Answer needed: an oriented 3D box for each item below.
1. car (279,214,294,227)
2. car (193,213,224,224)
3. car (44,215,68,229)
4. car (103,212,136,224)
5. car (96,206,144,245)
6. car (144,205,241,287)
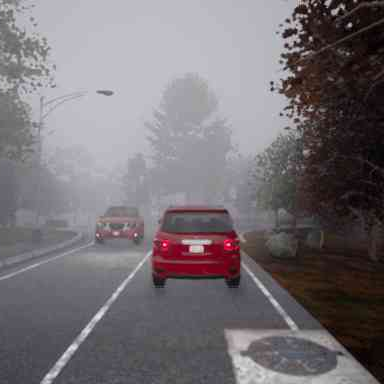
[{"bbox_3d":[13.012,3.921,46.459,2.097,1.767,4.553,-1,-4,14],"label":"car"},{"bbox_3d":[3.168,5.073,65.023,5.566,2.045,2.150,-1,-4,22],"label":"car"},{"bbox_3d":[-16.350,3.558,39.920,1.882,1.535,5.008,2,-5,-35],"label":"car"},{"bbox_3d":[-13.629,4.857,62.648,5.566,2.045,2.150,1,-5,-36],"label":"car"},{"bbox_3d":[-3.846,1.780,18.740,2.150,2.045,5.566,1,-3,-4],"label":"car"},{"bbox_3d":[0.123,1.403,9.932,2.150,2.045,5.566,0,-2,1],"label":"car"}]
